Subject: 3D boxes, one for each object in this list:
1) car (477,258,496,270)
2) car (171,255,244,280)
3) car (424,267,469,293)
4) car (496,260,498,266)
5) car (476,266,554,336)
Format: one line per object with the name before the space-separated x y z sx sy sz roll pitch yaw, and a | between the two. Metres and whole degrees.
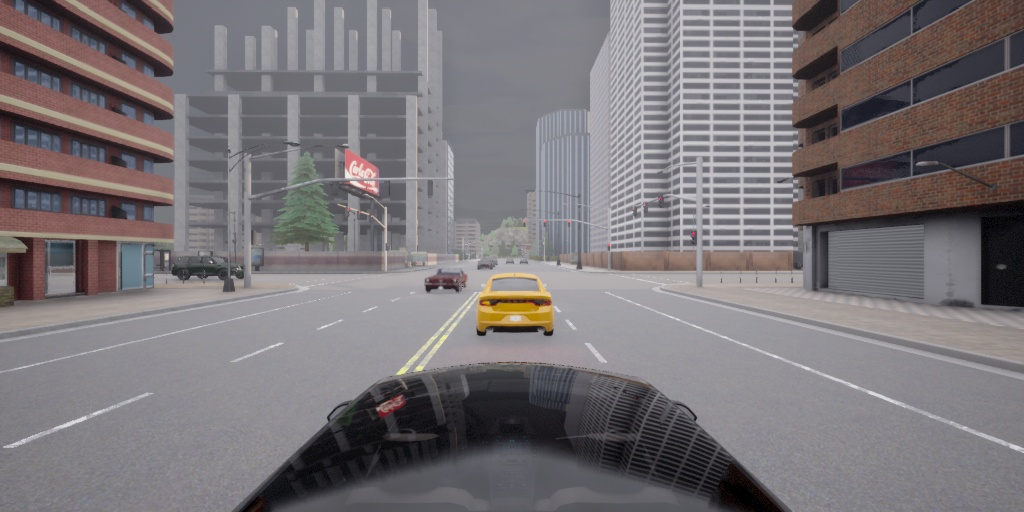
car | -3.874 1.102 52.699 2.097 1.767 4.553 0 0 0
car | -25.310 0.972 30.256 5.566 2.045 2.150 0 0 -1
car | -3.700 1.351 20.807 1.895 1.301 4.718 0 0 0
car | -3.902 1.241 62.962 2.128 1.511 4.902 0 0 0
car | 0.063 1.228 10.429 1.882 1.535 5.008 0 0 0
